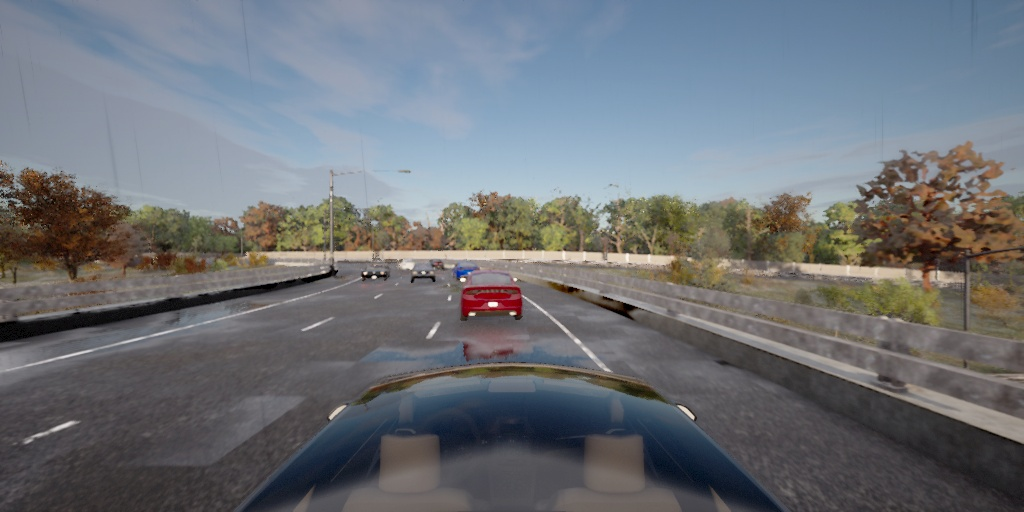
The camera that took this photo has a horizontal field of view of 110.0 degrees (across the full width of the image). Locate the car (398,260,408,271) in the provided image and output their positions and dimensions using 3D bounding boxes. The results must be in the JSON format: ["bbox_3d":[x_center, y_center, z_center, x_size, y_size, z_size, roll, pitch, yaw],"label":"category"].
[{"bbox_3d":[-13.772,1.217,46.983,1.812,1.442,4.674,0,0,-25],"label":"car"}]

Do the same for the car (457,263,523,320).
[{"bbox_3d":[-0.799,1.205,12.616,1.882,1.535,5.008,0,0,-6],"label":"car"}]

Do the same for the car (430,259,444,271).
[{"bbox_3d":[-10.397,1.182,48.004,1.837,1.490,4.892,0,0,-24],"label":"car"}]

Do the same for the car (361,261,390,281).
[{"bbox_3d":[-11.077,1.323,29.444,1.895,1.301,4.718,0,0,-15],"label":"car"}]

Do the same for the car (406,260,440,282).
[{"bbox_3d":[-7.077,1.259,28.485,2.033,1.411,5.357,0,0,-15],"label":"car"}]

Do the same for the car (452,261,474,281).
[{"bbox_3d":[-3.916,1.175,29.985,1.882,1.535,5.008,0,0,-15],"label":"car"}]
